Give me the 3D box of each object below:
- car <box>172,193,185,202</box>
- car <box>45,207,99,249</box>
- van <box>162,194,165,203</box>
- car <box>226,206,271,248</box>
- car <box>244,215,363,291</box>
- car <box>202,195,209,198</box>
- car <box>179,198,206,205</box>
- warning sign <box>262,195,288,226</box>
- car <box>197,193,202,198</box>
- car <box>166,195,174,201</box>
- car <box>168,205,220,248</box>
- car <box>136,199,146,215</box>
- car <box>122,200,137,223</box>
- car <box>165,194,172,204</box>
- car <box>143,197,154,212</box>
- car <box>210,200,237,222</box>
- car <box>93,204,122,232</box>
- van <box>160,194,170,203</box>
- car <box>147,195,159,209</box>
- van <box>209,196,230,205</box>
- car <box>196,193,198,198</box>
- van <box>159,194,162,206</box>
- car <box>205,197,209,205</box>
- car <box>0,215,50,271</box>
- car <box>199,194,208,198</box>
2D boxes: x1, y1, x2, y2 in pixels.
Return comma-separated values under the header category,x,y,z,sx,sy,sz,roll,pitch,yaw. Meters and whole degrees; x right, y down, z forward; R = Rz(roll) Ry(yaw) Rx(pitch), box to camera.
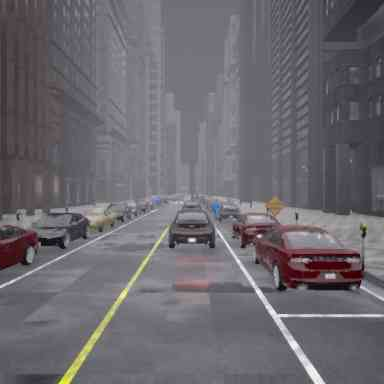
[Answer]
category,x,y,z,sx,sy,sz,roll,pitch,yaw
car,-3.000,1.601,76.737,1.994,1.385,4.181,0,0,0
car,-5.764,1.565,14.488,1.947,1.339,4.313,0,0,0
van,-5.765,1.367,53.944,1.690,1.788,3.998,0,0,0
car,2.761,1.544,14.506,1.887,1.381,4.507,0,0,0
car,2.761,1.544,8.869,1.887,1.381,4.507,0,0,0
car,2.761,1.571,48.323,2.008,1.369,4.403,0,0,0
car,0.000,1.522,29.651,1.837,1.490,4.892,0,0,0
warning sign,5.069,1.116,20.361,1.300,1.860,1.060,0,0,0
car,2.760,1.363,70.868,2.192,1.841,5.009,0,0,0
car,-5.765,1.620,87.763,1.887,1.381,4.507,0,0,0
car,0.000,1.517,14.650,1.837,1.490,4.892,0,0,0
car,-5.764,1.588,31.398,1.802,1.307,4.206,0,0,0
car,-5.764,1.569,25.761,1.947,1.339,4.313,0,0,0
car,-5.765,1.355,65.217,2.192,1.841,5.009,0,0,0
car,-5.764,1.576,37.034,1.947,1.339,4.313,0,0,0
car,2.761,1.554,25.778,2.008,1.369,4.403,0,0,0
car,-5.764,1.526,19.954,1.752,1.417,4.829,0,0,0
van,-5.765,1.389,70.853,1.690,1.788,3.998,0,0,0
car,-5.764,1.455,42.671,1.967,1.590,4.097,0,0,0
van,2.761,1.347,31.414,1.690,1.788,3.998,0,0,0
car,2.760,1.611,93.583,1.752,1.417,4.829,0,0,0
van,-5.765,1.361,48.308,1.690,1.788,3.998,0,0,0
car,2.761,1.561,37.051,2.008,1.369,4.403,0,0,0
car,-5.764,1.544,8.852,1.887,1.381,4.507,0,0,0
car,2.761,1.577,59.595,1.887,1.381,4.507,0,0,0
